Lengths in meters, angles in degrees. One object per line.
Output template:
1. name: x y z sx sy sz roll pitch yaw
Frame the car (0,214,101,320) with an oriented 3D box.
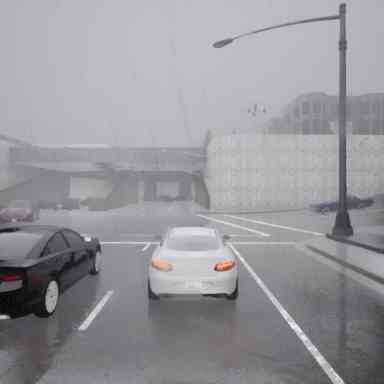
1. car: -3.480 1.478 7.467 1.882 1.535 5.008 0 0 0

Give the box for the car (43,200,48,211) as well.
1. car: -18.632 1.601 41.546 1.895 1.301 4.718 0 0 -2

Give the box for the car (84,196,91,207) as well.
1. car: -15.471 1.351 51.747 2.097 1.767 4.553 0 0 -2

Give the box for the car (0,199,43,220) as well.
1. car: -12.685 1.352 24.608 2.097 1.767 4.553 0 0 -17

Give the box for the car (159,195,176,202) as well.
1. car: -5.394 1.553 74.350 1.994 1.385 4.181 0 0 5

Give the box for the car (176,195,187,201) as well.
1. car: -2.916 1.552 83.875 1.994 1.385 4.181 0 0 27

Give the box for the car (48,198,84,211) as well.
1. car: -15.069 1.490 40.087 2.128 1.511 4.902 0 0 -2

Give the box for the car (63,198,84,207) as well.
1. car: -19.031 1.601 53.587 1.895 1.301 4.718 0 0 -2

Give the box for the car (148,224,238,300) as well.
1. car: 0.013 1.526 8.268 1.812 1.442 4.674 0 0 0

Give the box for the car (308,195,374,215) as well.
1. car: 12.034 1.012 27.133 4.718 1.301 1.895 -6 0 -1
